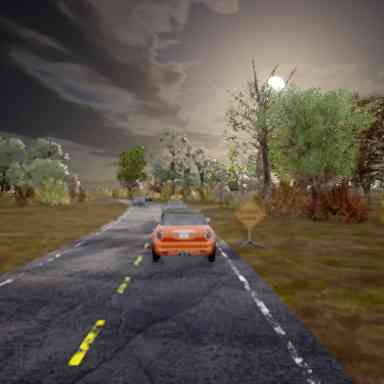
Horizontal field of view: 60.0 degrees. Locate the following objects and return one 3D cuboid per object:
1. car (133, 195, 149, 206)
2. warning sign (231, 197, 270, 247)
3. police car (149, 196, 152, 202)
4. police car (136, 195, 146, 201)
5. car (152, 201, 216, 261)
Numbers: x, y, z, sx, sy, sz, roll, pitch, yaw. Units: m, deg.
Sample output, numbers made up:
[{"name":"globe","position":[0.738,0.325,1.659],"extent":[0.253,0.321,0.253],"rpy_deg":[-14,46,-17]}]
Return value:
[{"name":"car","position":[-9.186,1.553,58.153],"extent":[2.097,1.767,4.553],"rpy_deg":[0,0,-11]},{"name":"warning sign","position":[2.283,1.157,13.156],"extent":[1.300,1.860,1.060],"rpy_deg":[0,0,-3]},{"name":"police car","position":[-11.139,1.707,82.603],"extent":[1.930,1.638,5.238],"rpy_deg":[0,0,-16]},{"name":"police car","position":[-14.105,1.741,92.236],"extent":[1.930,1.638,5.238],"rpy_deg":[0,0,-18]},{"name":"car","position":[-0.336,1.393,12.574],"extent":[2.097,1.767,4.553],"rpy_deg":[0,0,-2]}]
